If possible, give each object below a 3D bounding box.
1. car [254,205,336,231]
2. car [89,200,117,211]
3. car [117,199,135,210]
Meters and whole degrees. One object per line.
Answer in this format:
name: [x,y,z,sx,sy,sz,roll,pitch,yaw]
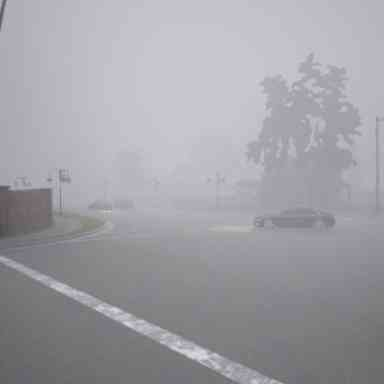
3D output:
car: [6.345,1.622,20.746,4.892,1.490,1.837,0,3,12]
car: [-12.014,1.761,43.767,1.994,1.385,4.181,0,0,-36]
car: [-9.741,1.699,46.594,2.128,1.511,4.902,0,0,-35]
